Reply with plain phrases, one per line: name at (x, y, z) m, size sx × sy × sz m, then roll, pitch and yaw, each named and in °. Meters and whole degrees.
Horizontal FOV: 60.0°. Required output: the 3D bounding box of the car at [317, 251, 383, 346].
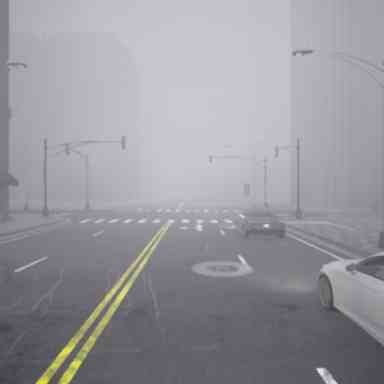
car at (3.353, 1.501, 4.634) m, size 1.812 × 1.442 × 4.674 m, roll 0°, pitch 0°, yaw 0°

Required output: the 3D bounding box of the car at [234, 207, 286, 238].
car at (3.349, 1.475, 16.984) m, size 1.994 × 1.385 × 4.181 m, roll 0°, pitch 0°, yaw 0°
